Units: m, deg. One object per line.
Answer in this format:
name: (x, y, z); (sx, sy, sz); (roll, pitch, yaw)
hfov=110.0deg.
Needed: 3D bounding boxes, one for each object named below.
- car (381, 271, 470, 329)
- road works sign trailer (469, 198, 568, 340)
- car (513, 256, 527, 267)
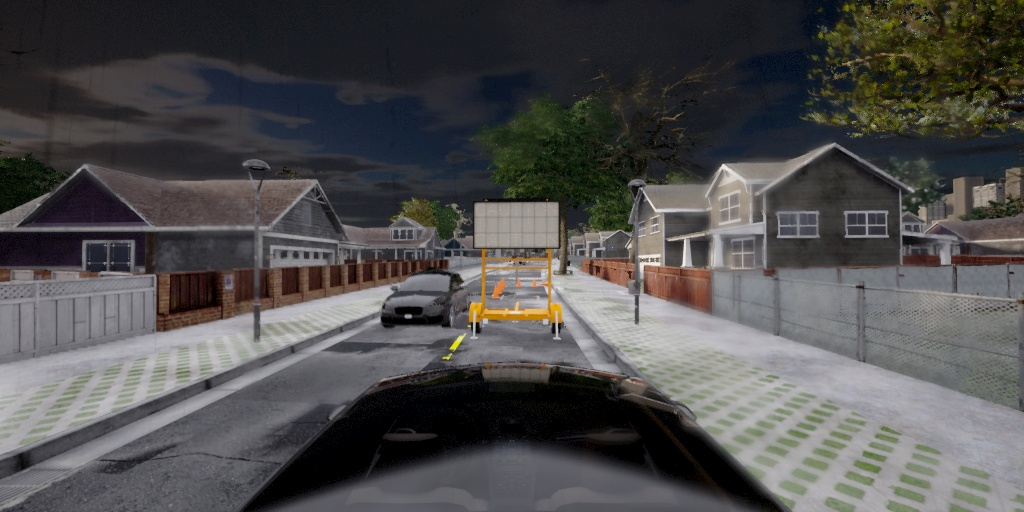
car: (-2.503, 1.252, 11.332); (1.837, 1.490, 4.892); (0, 0, 2)
road works sign trailer: (0.132, 0.211, 10.011); (2.380, 3.560, 2.880); (0, 0, 2)
car: (1.382, 0.824, 62.076); (2.097, 1.767, 4.553); (0, 0, 6)
